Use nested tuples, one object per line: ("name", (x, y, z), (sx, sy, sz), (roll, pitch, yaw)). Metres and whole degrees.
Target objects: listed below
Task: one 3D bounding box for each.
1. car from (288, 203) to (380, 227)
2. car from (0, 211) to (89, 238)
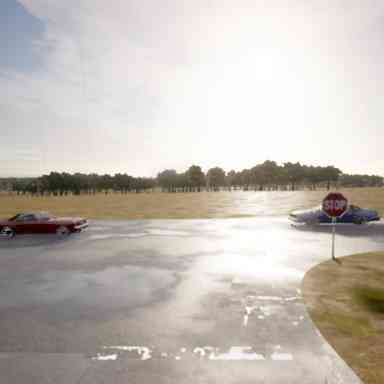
("car", (9.088, 1.389, 21.430), (5.357, 1.411, 2.033), (-1, 3, 0))
("car", (-8.158, 1.718, 18.081), (4.718, 1.301, 1.895), (0, 2, 2))
